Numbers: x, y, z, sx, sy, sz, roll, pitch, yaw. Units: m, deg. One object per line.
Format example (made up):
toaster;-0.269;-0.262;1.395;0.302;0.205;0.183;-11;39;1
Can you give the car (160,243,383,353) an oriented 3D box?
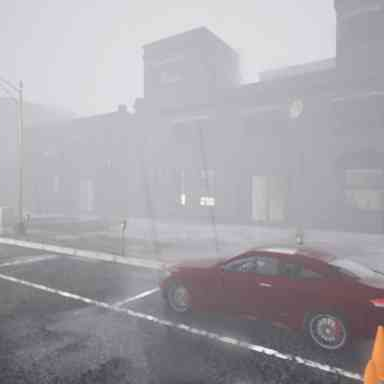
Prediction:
car;1.364;1.578;5.921;4.206;1.307;1.802;0;1;34

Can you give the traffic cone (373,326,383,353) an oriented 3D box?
traffic cone;2.330;1.954;4.106;0.340;0.580;0.340;0;0;34

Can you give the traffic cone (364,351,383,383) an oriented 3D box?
traffic cone;1.770;1.954;3.277;0.340;0.580;0.340;0;0;34
